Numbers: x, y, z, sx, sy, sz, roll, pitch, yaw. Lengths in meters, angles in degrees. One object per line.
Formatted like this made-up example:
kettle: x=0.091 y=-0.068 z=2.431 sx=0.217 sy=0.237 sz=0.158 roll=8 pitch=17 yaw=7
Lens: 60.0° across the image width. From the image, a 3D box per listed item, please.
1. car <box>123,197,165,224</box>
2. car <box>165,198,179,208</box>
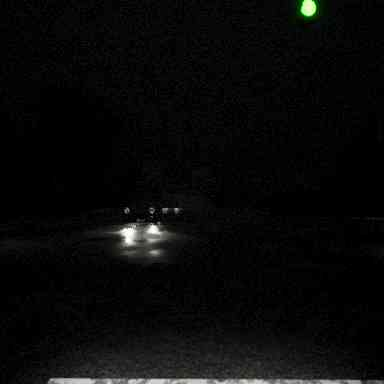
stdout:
car: x=-3.274 y=1.127 z=22.660 sx=2.097 sy=1.767 sz=4.553 roll=0 pitch=1 yaw=1
car: x=-3.043 y=1.653 z=48.930 sx=1.837 sy=1.490 sz=4.892 roll=0 pitch=-2 yaw=1
